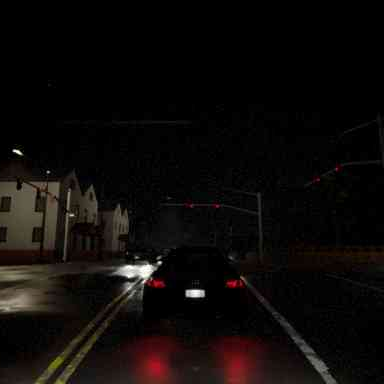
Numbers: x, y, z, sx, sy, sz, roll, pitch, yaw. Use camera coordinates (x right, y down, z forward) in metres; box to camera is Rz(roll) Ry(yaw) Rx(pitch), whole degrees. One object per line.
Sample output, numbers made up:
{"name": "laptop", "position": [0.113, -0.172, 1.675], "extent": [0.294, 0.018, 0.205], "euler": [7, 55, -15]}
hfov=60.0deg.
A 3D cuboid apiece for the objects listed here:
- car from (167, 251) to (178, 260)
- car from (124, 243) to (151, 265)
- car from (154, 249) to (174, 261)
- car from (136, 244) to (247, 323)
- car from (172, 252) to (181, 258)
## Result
{"name": "car", "position": [-3.596, 11.802, 61.689], "extent": [1.837, 1.490, 4.892], "euler": [0, -12, 0]}
{"name": "car", "position": [-3.611, 4.500, 24.218], "extent": [2.128, 1.511, 4.902], "euler": [0, -11, 0]}
{"name": "car", "position": [-3.622, 8.360, 43.915], "extent": [2.128, 1.511, 4.902], "euler": [0, -11, 0]}
{"name": "car", "position": [0.068, 1.982, 7.851], "extent": [1.994, 1.385, 4.181], "euler": [0, -7, 0]}
{"name": "car", "position": [-3.540, 14.609, 77.062], "extent": [1.994, 1.385, 4.181], "euler": [0, -11, 0]}
